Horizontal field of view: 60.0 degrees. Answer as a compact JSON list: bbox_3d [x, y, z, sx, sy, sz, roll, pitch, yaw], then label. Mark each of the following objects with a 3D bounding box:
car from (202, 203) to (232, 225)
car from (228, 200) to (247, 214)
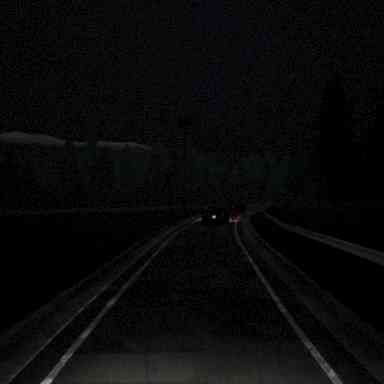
[{"bbox_3d":[1.926,1.840,26.651,1.994,1.385,4.181,0,-1,8],"label":"car"},{"bbox_3d":[5.537,1.782,41.565,2.097,1.767,4.553,0,-1,18],"label":"car"}]
